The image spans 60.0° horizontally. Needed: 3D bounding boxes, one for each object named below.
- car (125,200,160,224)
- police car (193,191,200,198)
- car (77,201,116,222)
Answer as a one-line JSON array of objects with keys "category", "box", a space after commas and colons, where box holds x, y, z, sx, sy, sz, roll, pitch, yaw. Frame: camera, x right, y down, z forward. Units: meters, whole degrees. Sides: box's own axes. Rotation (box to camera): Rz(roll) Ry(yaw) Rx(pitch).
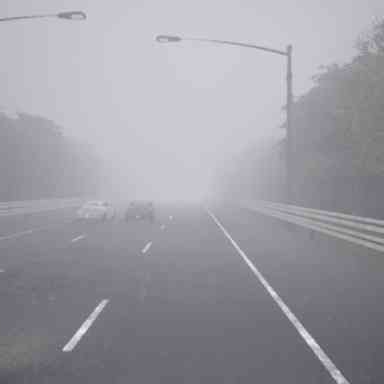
[{"category": "car", "box": [-3.392, 1.318, 23.159, 2.128, 1.511, 4.902, 0, 1, 0]}, {"category": "police car", "box": [1.293, 0.717, 95.176, 1.930, 1.638, 5.238, 0, 0, 1]}, {"category": "car", "box": [-6.891, 1.343, 24.255, 1.812, 1.442, 4.674, 0, 1, 0]}]
